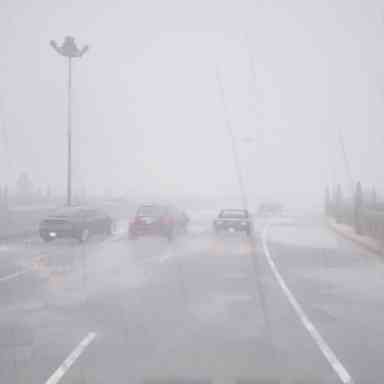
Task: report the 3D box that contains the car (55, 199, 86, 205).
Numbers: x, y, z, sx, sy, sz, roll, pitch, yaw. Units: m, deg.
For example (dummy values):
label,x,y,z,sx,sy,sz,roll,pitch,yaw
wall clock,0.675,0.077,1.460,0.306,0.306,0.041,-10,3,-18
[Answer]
label,x,y,z,sx,sy,sz,roll,pitch,yaw
car,-11.788,1.416,32.866,2.128,1.511,4.902,0,0,20

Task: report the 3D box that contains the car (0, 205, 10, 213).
label,x,y,z,sx,sy,sz,roll,pitch,yaw
car,-17.345,1.451,26.819,2.033,1.411,5.357,0,0,15

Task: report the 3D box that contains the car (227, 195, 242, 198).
label,x,y,z,sx,sy,sz,roll,pitch,yaw
car,8.528,1.472,67.921,1.837,1.490,4.892,0,0,39

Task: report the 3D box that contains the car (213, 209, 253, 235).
label,x,y,z,sx,sy,sz,roll,pitch,yaw
car,2.477,1.599,18.856,1.895,1.301,4.718,0,0,13

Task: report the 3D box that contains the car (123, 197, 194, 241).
label,x,y,z,sx,sy,sz,roll,pitch,yaw
car,-1.500,1.334,16.759,2.097,1.767,4.553,0,0,11

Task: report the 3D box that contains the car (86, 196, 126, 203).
label,x,y,z,sx,sy,sz,roll,pitch,yaw
car,-7.991,1.293,33.068,2.097,1.767,4.553,0,0,20

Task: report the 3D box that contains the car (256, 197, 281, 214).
label,x,y,z,sx,sy,sz,roll,pitch,yaw
car,8.332,1.540,35.627,1.812,1.442,4.674,0,0,24

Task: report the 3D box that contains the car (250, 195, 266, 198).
label,x,y,z,sx,sy,sz,roll,pitch,yaw
car,13.622,1.307,68.323,2.128,1.511,4.902,0,0,42

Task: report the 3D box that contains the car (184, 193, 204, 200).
label,x,y,z,sx,sy,sz,roll,pitch,yaw
car,0.093,1.187,62.979,2.150,2.045,5.566,0,0,37

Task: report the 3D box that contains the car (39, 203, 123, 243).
label,x,y,z,sx,sy,sz,roll,pitch,yaw
car,-5.243,1.470,15.885,1.837,1.490,4.892,0,0,10
